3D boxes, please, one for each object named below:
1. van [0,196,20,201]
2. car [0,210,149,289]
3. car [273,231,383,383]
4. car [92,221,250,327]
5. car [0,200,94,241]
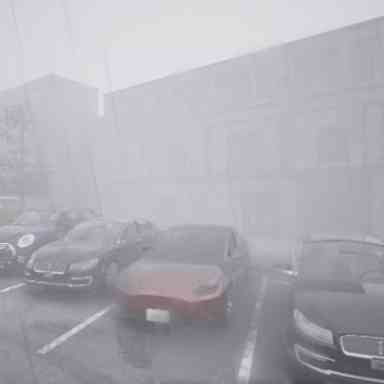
[{"bbox_3d":[-9.441,1.153,14.055,1.878,1.987,4.442,1,0,15],"label":"van"},{"bbox_3d":[-2.249,1.438,9.062,2.231,1.521,4.892,1,0,16],"label":"car"},{"bbox_3d":[2.535,1.479,5.657,2.231,1.521,4.892,1,0,15],"label":"car"},{"bbox_3d":[0.131,1.487,7.324,2.163,1.488,4.792,1,0,16],"label":"car"},{"bbox_3d":[-4.627,1.292,10.790,2.185,1.767,4.553,1,0,16],"label":"car"}]
